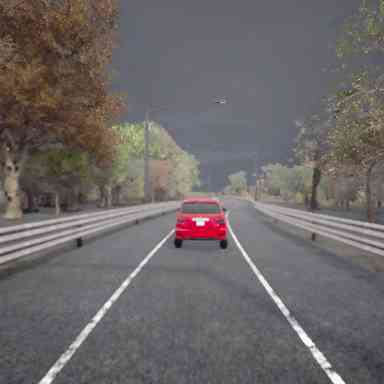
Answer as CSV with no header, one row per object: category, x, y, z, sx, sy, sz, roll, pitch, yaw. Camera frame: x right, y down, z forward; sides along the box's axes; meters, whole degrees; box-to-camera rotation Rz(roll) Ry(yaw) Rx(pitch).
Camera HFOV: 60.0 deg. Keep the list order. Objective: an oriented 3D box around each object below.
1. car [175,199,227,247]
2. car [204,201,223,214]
car,0.477,1.329,15.695,2.150,2.045,5.566,0,0,3
car,2.698,1.865,40.304,1.994,1.385,4.181,0,0,8
